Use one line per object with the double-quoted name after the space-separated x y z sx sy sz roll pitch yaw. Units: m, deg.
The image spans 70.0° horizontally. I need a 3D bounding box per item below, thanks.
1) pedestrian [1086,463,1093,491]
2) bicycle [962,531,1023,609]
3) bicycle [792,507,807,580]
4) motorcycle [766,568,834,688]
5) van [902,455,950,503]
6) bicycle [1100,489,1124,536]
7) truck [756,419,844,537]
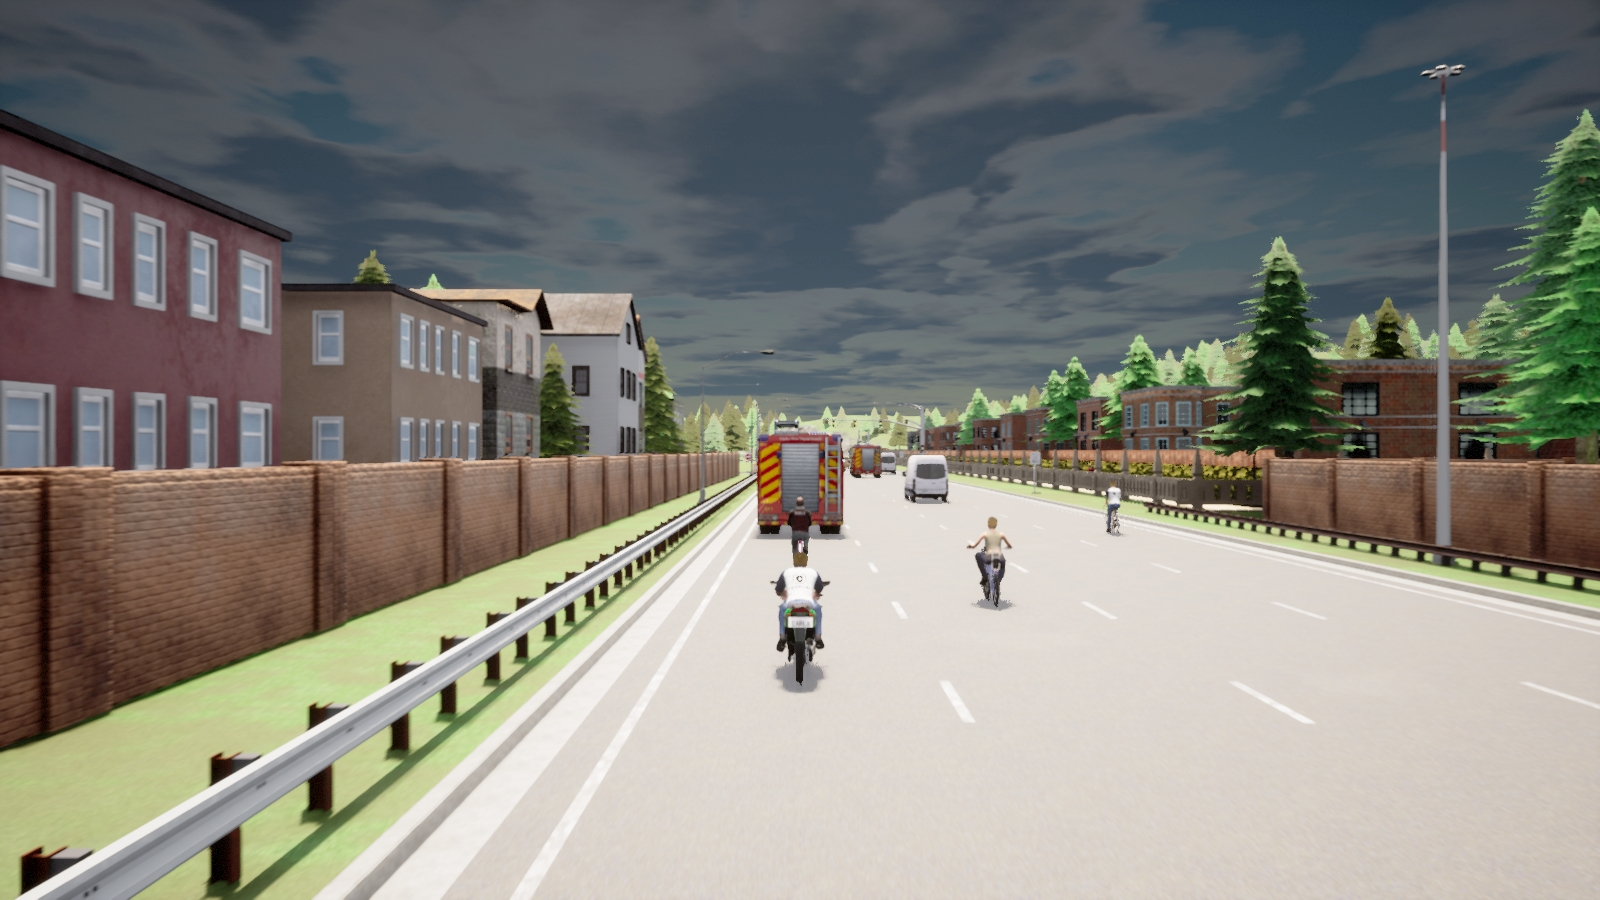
18.772 1.752 74.071 0.375 1.860 0.375 0 0 -1 "pedestrian"
3.502 2.173 20.902 0.859 1.277 1.487 0 0 0 "bicycle"
-0.004 2.078 25.735 0.329 1.471 1.835 0 0 0 "bicycle"
0.001 2.197 14.411 0.803 1.199 2.033 0 0 0 "motorcycle"
7.001 1.578 63.999 1.988 2.561 5.915 0 0 0 "van"
10.445 2.082 38.260 0.373 1.496 1.643 0 0 0 "bicycle"
-0.001 0.919 41.544 2.891 3.827 8.468 0 0 0 "truck"
